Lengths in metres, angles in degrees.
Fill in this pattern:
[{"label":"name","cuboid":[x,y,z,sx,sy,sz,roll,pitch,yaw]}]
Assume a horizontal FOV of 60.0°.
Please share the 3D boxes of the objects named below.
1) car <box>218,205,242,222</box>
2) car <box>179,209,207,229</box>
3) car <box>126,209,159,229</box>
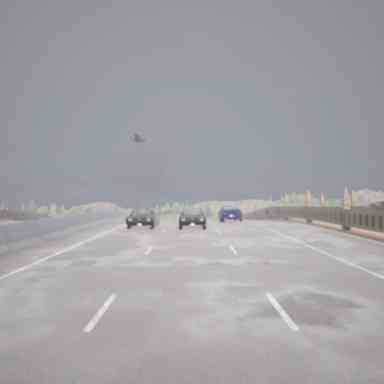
[{"label":"car","cuboid":[3.509,2.019,31.458,1.882,1.535,5.008,0,-3,0]},{"label":"car","cuboid":[0.031,1.902,24.227,1.895,1.301,4.718,0,-1,0]},{"label":"car","cuboid":[-3.468,1.910,24.181,1.895,1.301,4.718,0,-1,0]}]
